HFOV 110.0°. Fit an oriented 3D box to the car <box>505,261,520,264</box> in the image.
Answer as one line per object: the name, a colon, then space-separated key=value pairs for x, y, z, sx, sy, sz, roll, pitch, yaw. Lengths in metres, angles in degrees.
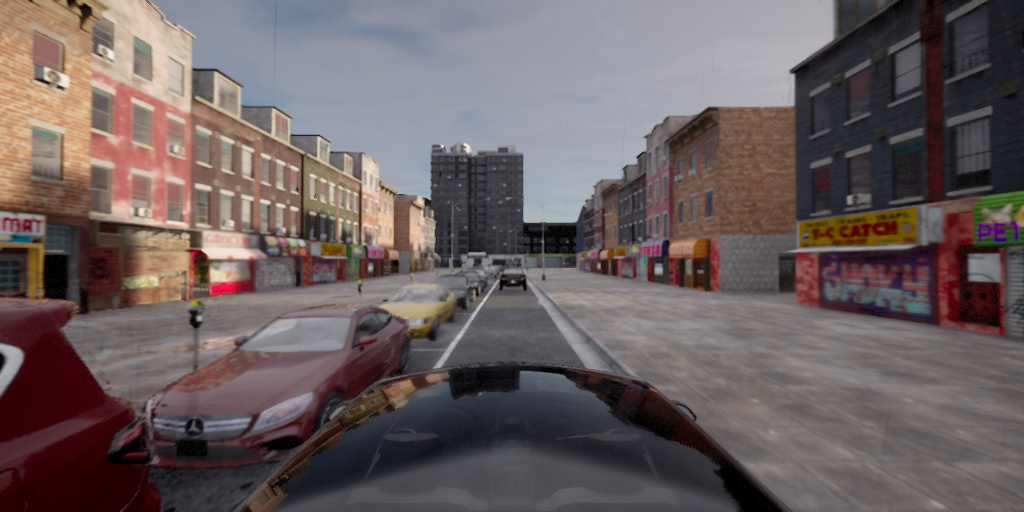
car: x=0.072 y=1.572 z=44.026 sx=2.150 sy=2.045 sz=5.566 roll=0 pitch=0 yaw=0

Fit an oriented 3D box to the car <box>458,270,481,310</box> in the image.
car: x=-2.647 y=1.516 z=15.946 sx=1.948 sy=1.339 sz=4.313 roll=0 pitch=0 yaw=0

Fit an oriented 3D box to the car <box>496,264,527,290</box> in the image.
car: x=0.084 y=1.571 z=26.086 sx=1.882 sy=1.535 sz=5.008 roll=0 pitch=-1 yaw=0

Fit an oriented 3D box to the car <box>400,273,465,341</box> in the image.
car: x=-2.642 y=1.399 z=10.324 sx=1.751 sy=1.417 sz=4.829 roll=0 pitch=0 yaw=0

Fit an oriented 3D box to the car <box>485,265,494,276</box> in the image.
car: x=-2.655 y=1.655 z=26.849 sx=2.007 sy=1.370 sz=4.403 roll=0 pitch=0 yaw=0

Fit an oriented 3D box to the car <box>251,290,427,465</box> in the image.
car: x=-2.639 y=1.379 z=5.043 sx=1.802 sy=1.307 sz=4.207 roll=0 pitch=0 yaw=0

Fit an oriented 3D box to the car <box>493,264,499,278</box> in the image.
car: x=-2.667 y=1.887 z=43.204 sx=2.007 sy=1.370 sz=4.403 roll=0 pitch=0 yaw=0

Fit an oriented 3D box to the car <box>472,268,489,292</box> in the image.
car: x=-2.651 y=1.593 z=21.397 sx=1.948 sy=1.339 sz=4.313 roll=0 pitch=0 yaw=0
